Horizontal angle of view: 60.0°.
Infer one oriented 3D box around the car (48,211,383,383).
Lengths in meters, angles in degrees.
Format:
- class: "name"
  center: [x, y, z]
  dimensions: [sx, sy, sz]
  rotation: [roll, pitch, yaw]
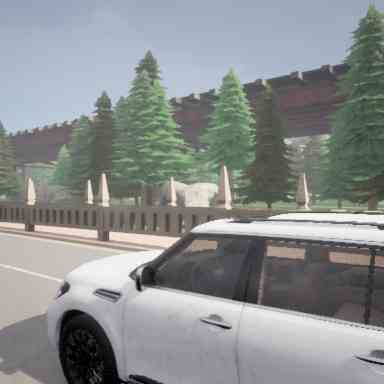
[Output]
- class: "car"
  center: [0.877, 1.223, 3.378]
  dimensions: [5.566, 2.045, 2.150]
  rotation: [0, 0, 36]
